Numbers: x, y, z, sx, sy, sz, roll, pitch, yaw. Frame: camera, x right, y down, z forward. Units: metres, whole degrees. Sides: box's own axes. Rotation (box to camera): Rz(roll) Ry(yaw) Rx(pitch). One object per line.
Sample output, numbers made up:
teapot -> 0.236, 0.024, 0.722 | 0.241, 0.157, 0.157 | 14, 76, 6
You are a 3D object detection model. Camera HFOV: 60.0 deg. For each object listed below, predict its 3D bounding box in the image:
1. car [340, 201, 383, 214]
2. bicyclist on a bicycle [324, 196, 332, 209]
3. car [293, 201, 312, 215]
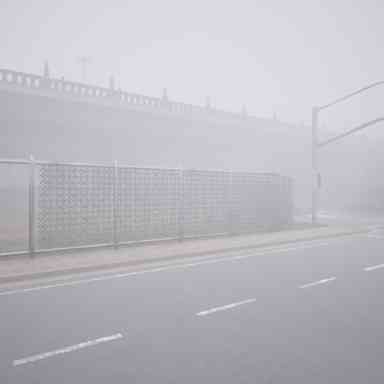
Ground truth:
car -> 18.532, 1.656, 35.685 | 1.895, 1.301, 4.718 | 0, 0, -36
bicyclist on a bicycle -> 17.728, 1.356, 43.298 | 1.656, 1.620, 0.582 | 0, 0, -36
car -> 10.465, 1.619, 34.579 | 1.994, 1.385, 4.181 | 0, 0, -36
